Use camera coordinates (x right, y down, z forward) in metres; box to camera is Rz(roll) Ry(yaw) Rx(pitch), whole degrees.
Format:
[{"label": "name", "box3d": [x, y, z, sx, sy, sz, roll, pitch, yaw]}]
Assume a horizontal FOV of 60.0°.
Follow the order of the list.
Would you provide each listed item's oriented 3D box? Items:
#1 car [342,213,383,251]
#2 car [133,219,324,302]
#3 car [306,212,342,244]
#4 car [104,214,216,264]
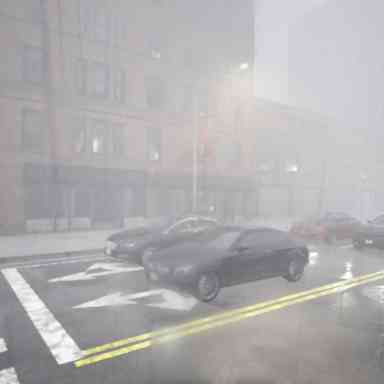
[{"label": "car", "box3d": [8.639, 1.609, 13.847, 5.008, 1.535, 1.882, 1, 0, -36]}, {"label": "car", "box3d": [1.093, 1.567, 8.457, 4.674, 1.442, 1.812, 1, 0, -35]}, {"label": "car", "box3d": [6.767, 1.694, 16.505, 4.181, 1.385, 1.994, 1, 0, -36]}, {"label": "car", "box3d": [-0.488, 1.535, 11.321, 4.902, 1.511, 2.128, 1, 0, -36]}]
